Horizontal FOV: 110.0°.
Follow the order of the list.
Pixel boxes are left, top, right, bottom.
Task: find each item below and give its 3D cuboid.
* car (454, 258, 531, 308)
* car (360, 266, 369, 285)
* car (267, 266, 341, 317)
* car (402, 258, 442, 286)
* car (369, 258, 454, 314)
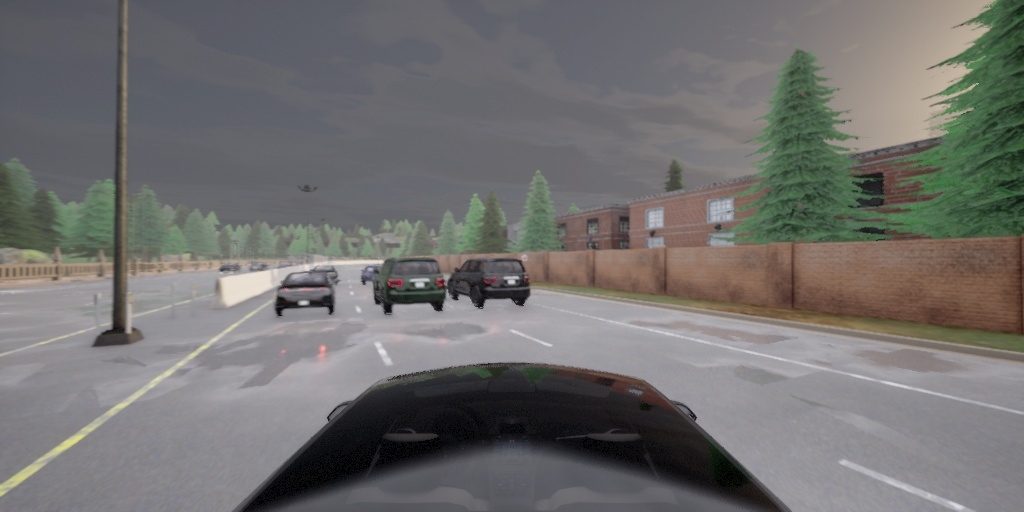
[{"bbox_3d":[-1.199,1.095,16.212,2.150,2.045,5.566,0,0,-26],"label":"car"},{"bbox_3d":[-11.221,1.494,29.153,1.812,1.442,4.674,0,0,-25],"label":"car"},{"bbox_3d":[-7.848,1.337,13.899,2.128,1.511,4.902,0,0,-26],"label":"car"},{"bbox_3d":[-7.498,1.199,29.421,2.150,2.045,5.566,0,0,-25],"label":"car"},{"bbox_3d":[-4.324,1.079,14.638,2.150,2.045,5.566,0,0,-26],"label":"car"}]
